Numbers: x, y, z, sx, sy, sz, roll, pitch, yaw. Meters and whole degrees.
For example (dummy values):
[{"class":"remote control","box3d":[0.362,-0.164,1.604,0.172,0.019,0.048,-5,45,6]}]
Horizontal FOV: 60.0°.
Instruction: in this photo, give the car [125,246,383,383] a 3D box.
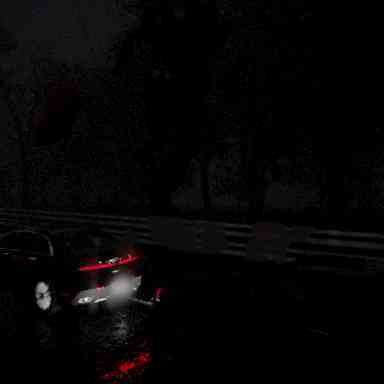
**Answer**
[{"class":"car","box3d":[1.513,1.527,4.075,4.674,1.442,1.812,0,0,36]}]

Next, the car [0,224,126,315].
[{"class":"car","box3d":[-3.282,1.486,7.554,4.892,1.490,1.837,0,0,36]}]
